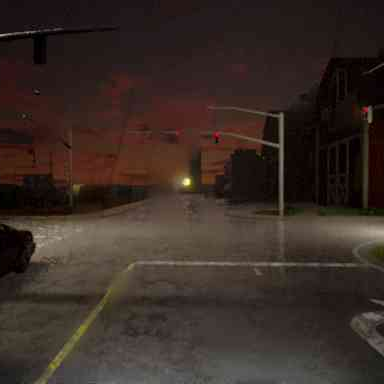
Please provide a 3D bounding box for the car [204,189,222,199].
[{"bbox_3d":[4.216,0.376,66.480,1.905,1.878,3.866,-8,4,-42],"label":"car"}]

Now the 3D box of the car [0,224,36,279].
[{"bbox_3d":[-5.152,1.447,7.405,2.033,1.411,5.357,0,1,-8],"label":"car"}]
